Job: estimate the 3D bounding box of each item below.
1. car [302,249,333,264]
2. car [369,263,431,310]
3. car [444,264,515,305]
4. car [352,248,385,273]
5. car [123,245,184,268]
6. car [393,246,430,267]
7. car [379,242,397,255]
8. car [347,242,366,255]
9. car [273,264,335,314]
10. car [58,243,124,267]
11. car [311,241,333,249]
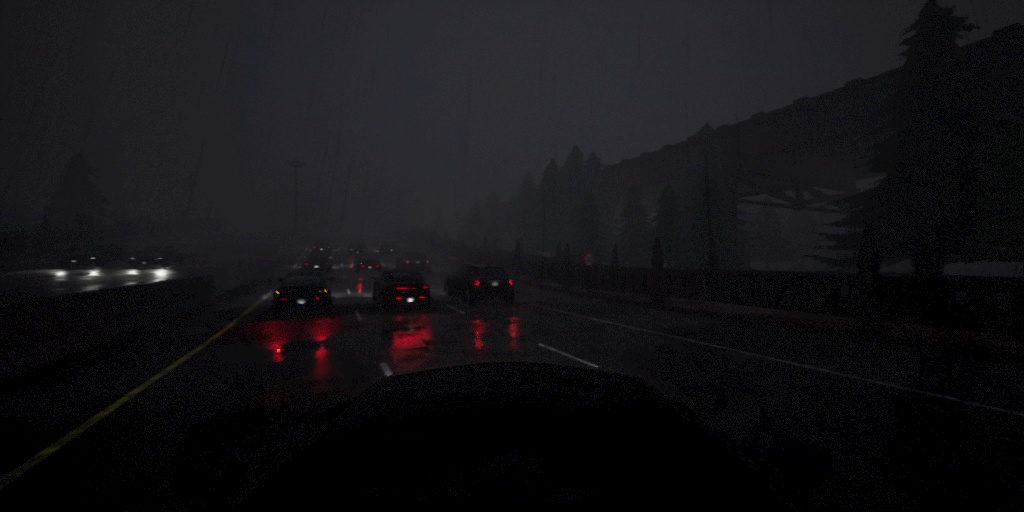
[{"bbox_3d":[-14.521,0.539,26.826,1.994,1.385,4.181,0,5,-26],"label":"car"},{"bbox_3d":[-4.795,1.285,15.335,1.837,1.490,4.892,0,2,-26],"label":"car"},{"bbox_3d":[-1.651,1.148,16.878,2.097,1.767,4.553,0,1,-26],"label":"car"},{"bbox_3d":[-11.623,0.471,28.871,1.812,1.442,4.674,0,5,-26],"label":"car"},{"bbox_3d":[-26.273,-0.053,26.703,1.812,1.442,4.674,0,6,-26],"label":"car"},{"bbox_3d":[-8.325,0.348,30.095,2.097,1.767,4.553,0,5,-26],"label":"car"},{"bbox_3d":[-14.546,-0.922,42.429,1.994,1.385,4.181,0,7,-27],"label":"car"},{"bbox_3d":[-17.671,-0.903,40.850,1.895,1.301,4.718,0,6,-27],"label":"car"},{"bbox_3d":[-8.089,1.277,14.098,1.812,1.442,4.674,0,1,-26],"label":"car"},{"bbox_3d":[-29.577,-0.132,25.492,1.837,1.490,4.892,0,6,-26],"label":"car"},{"bbox_3d":[-20.825,-0.966,39.335,1.994,1.385,4.181,0,7,-27],"label":"car"}]
